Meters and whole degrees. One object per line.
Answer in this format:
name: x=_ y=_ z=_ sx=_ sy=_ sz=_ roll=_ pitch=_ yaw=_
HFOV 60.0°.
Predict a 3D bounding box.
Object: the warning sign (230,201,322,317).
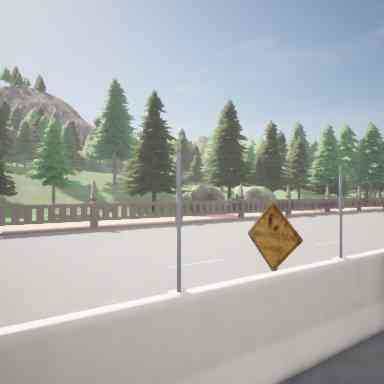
warning sign: x=1.550 y=1.112 z=6.265 sx=1.060 sy=1.860 sz=1.300 roll=0 pitch=0 yaw=-35
